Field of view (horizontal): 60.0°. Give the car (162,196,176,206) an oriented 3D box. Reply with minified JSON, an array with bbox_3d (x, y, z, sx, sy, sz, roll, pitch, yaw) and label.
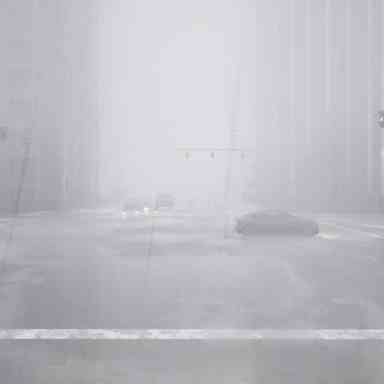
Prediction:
[{"bbox_3d":[-3.649,1.467,54.300,1.882,1.535,5.008,0,0,0],"label":"car"}]

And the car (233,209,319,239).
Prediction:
[{"bbox_3d":[4.205,1.560,16.941,4.181,1.385,1.994,0,0,-1],"label":"car"}]

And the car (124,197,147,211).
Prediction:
[{"bbox_3d":[-7.151,1.469,41.209,1.882,1.535,5.008,0,0,0],"label":"car"}]

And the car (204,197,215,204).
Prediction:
[{"bbox_3d":[3.417,1.588,64.963,1.895,1.301,4.718,0,0,0],"label":"car"}]

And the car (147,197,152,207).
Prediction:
[{"bbox_3d":[-7.152,1.481,50.696,2.128,1.511,4.902,0,0,0],"label":"car"}]

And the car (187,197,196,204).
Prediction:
[{"bbox_3d":[-0.083,1.588,65.498,1.895,1.301,4.718,0,0,0],"label":"car"}]

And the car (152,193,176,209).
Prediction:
[{"bbox_3d":[-3.655,1.212,44.304,2.150,2.045,5.566,0,0,0],"label":"car"}]
